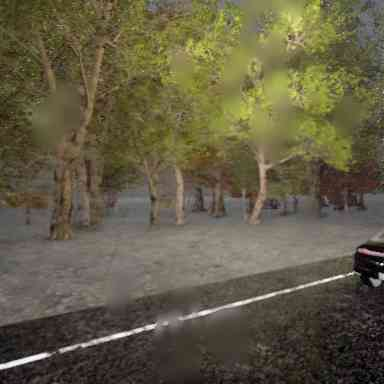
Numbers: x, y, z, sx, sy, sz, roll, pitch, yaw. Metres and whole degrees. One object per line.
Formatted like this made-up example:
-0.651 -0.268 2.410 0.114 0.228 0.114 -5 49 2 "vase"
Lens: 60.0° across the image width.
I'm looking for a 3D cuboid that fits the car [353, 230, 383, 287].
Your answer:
5.857 1.489 8.043 4.902 1.511 2.128 0 0 -35 "car"
